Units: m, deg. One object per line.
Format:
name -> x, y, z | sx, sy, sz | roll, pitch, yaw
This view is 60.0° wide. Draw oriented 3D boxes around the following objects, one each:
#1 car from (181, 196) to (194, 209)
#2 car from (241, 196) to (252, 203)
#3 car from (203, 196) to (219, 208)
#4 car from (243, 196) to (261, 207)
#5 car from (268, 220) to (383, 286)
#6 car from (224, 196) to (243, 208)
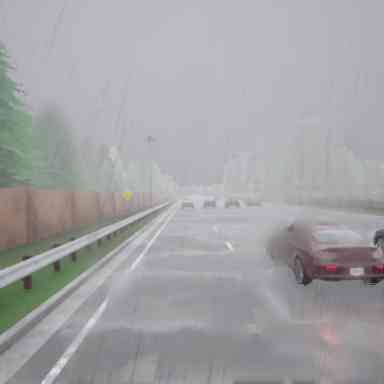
car -> -0.664, 1.848, 51.910 | 1.812, 1.442, 4.674 | -1, 0, -1
car -> 12.826, 1.721, 78.559 | 1.837, 1.490, 4.892 | -1, 0, -1
car -> 2.808, 1.742, 53.312 | 1.882, 1.535, 5.008 | -1, 0, -1
car -> 9.807, 1.694, 53.461 | 1.994, 1.385, 4.181 | -1, 0, -1
car -> 3.466, 1.515, 9.312 | 1.812, 1.442, 4.674 | -1, 0, 0
car -> 6.305, 1.548, 53.281 | 2.097, 1.767, 4.553 | -1, 0, -1
